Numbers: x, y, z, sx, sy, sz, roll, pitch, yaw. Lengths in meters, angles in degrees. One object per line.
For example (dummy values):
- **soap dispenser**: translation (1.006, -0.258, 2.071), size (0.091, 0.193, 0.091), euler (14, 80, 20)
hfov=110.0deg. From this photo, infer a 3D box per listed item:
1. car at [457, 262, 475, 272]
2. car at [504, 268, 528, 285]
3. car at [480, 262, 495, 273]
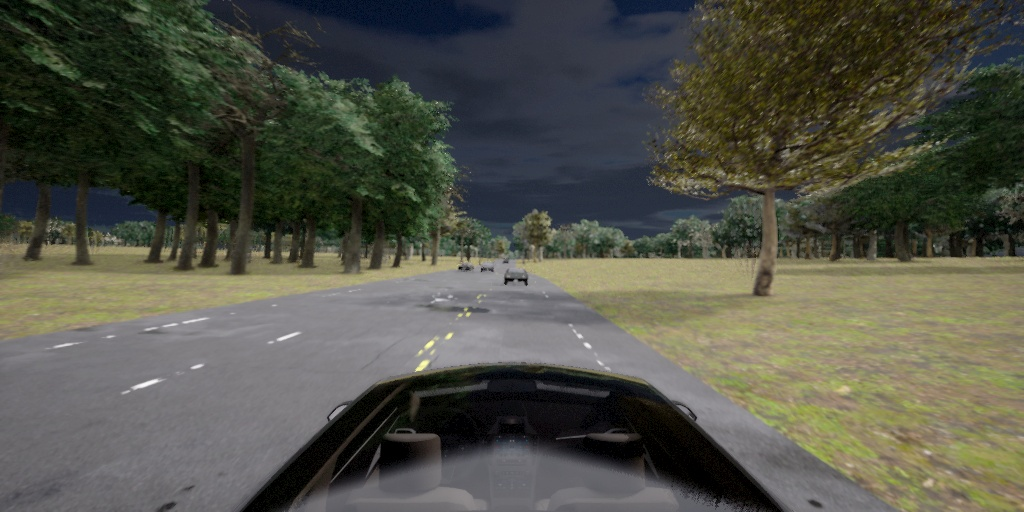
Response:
- **car**: translation (-6.384, 1.571, 50.080), size (1.895, 1.301, 4.718), euler (2, 0, 1)
- **car**: translation (0.344, 1.634, 30.078), size (1.895, 1.301, 4.718), euler (2, -1, 1)
- **car**: translation (-3.385, 1.549, 50.069), size (1.882, 1.535, 5.008), euler (2, 0, -3)
